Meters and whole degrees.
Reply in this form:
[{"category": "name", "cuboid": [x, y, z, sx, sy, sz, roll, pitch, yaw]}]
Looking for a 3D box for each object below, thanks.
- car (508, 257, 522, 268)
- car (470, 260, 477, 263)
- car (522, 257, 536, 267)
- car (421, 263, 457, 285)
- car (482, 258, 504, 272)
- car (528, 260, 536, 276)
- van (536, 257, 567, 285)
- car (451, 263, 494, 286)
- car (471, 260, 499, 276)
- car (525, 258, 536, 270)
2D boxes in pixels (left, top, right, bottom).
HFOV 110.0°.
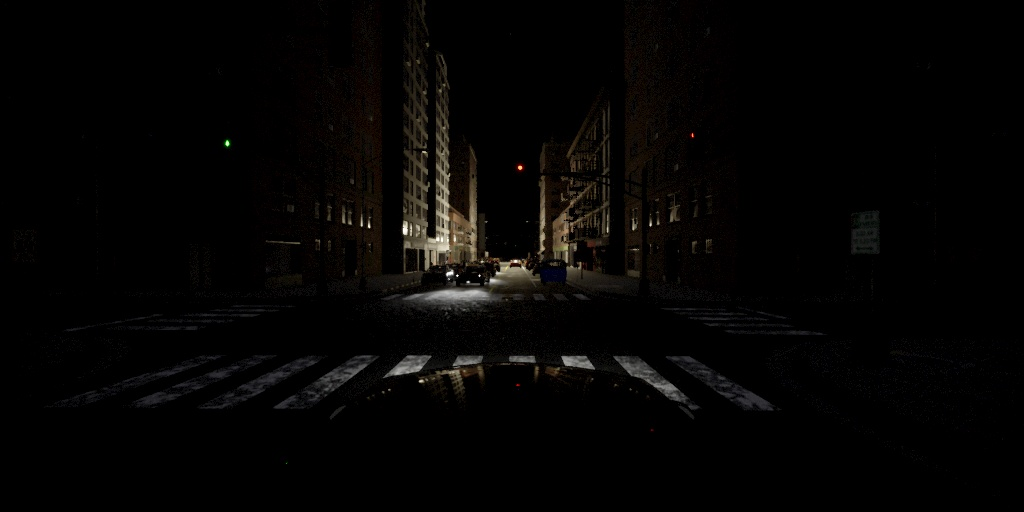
[{"category": "car", "cuboid": [0.602, 1.336, 59.039, 1.895, 1.301, 4.718, 0, 0, 1]}, {"category": "car", "cuboid": [-4.987, 1.269, 47.977, 1.751, 1.417, 4.829, 0, 0, 1]}, {"category": "car", "cuboid": [3.089, 1.054, 53.764, 2.192, 1.841, 5.009, 0, 0, 1]}, {"category": "car", "cuboid": [-5.185, 1.299, 25.419, 2.007, 1.370, 4.403, 0, 0, 1]}, {"category": "car", "cuboid": [-2.464, 1.309, 45.193, 1.994, 1.385, 4.181, 0, 0, 1]}, {"category": "car", "cuboid": [2.939, 1.329, 36.720, 1.802, 1.307, 4.207, 0, 0, 1]}, {"category": "van", "cuboid": [2.840, 1.089, 25.358, 1.690, 1.789, 3.998, 0, 0, 1]}, {"category": "car", "cuboid": [-2.658, 1.349, 25.127, 1.895, 1.301, 4.718, 0, 0, 4]}, {"category": "car", "cuboid": [-2.558, 1.348, 35.139, 1.895, 1.301, 4.718, 0, 0, 0]}, {"category": "car", "cuboid": [3.039, 1.325, 48.082, 1.802, 1.307, 4.207, 0, 0, 1]}]
